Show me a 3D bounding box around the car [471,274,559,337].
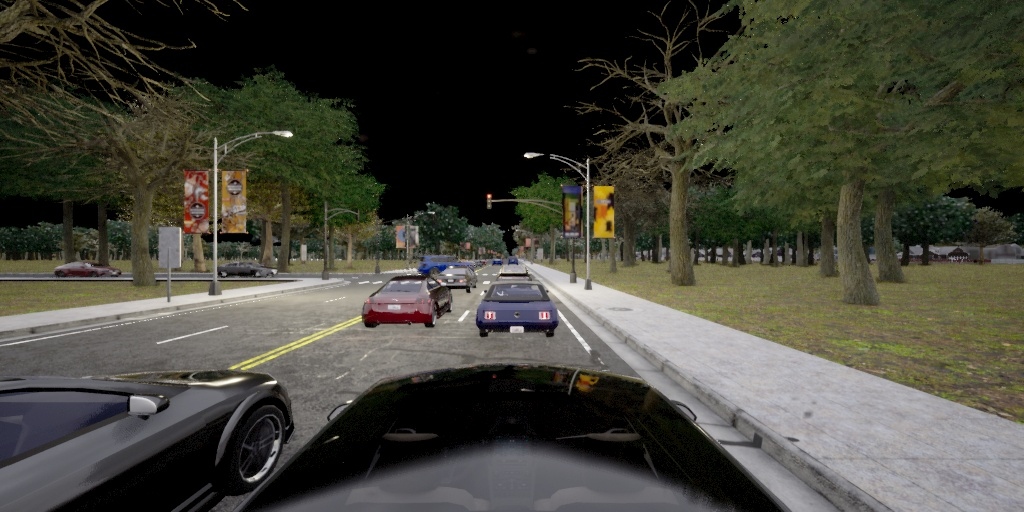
[{"bbox_3d":[0.123,1.351,10.190,1.895,1.301,4.718,0,0,0],"label":"car"}]

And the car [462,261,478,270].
[{"bbox_3d":[-6.435,1.372,54.872,1.895,1.301,4.718,0,0,0],"label":"car"}]

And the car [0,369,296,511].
[{"bbox_3d":[-3.152,1.314,1.862,1.994,1.385,4.181,0,0,0],"label":"car"}]

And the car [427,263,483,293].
[{"bbox_3d":[-3.098,1.300,20.667,2.033,1.411,5.357,0,0,0],"label":"car"}]

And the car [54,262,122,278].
[{"bbox_3d":[-37.363,1.242,31.606,4.674,1.442,1.812,0,0,0],"label":"car"}]

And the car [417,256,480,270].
[{"bbox_3d":[-6.296,0.981,34.425,5.566,2.045,2.150,0,1,-30],"label":"car"}]

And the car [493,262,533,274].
[{"bbox_3d":[0.129,1.244,19.444,2.128,1.511,4.902,0,0,1],"label":"car"}]

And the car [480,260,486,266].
[{"bbox_3d":[-6.376,1.346,64.929,1.994,1.385,4.181,0,0,0],"label":"car"}]

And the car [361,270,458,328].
[{"bbox_3d":[-3.117,1.315,11.426,1.994,1.385,4.181,0,0,-1],"label":"car"}]

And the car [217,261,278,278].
[{"bbox_3d":[-23.300,1.223,31.552,4.902,1.511,2.128,0,0,0],"label":"car"}]
